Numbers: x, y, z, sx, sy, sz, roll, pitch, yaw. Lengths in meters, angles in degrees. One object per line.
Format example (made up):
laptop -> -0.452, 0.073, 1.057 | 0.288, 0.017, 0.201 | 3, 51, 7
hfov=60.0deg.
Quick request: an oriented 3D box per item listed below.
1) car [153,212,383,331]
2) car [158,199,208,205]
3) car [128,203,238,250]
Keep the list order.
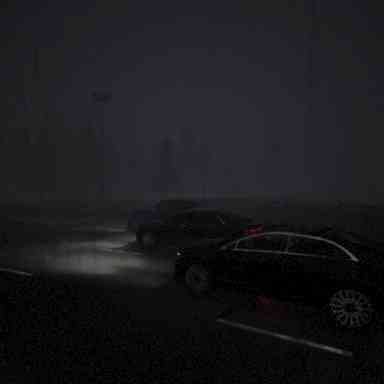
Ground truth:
car -> 1.844, 1.418, 6.767 | 4.902, 1.511, 2.128 | 1, 1, 34
car -> -1.000, 1.119, 16.586 | 4.553, 1.767, 2.097 | 1, 1, 29
car -> 0.176, 1.345, 11.925 | 4.892, 1.490, 1.837 | 1, 0, 31
